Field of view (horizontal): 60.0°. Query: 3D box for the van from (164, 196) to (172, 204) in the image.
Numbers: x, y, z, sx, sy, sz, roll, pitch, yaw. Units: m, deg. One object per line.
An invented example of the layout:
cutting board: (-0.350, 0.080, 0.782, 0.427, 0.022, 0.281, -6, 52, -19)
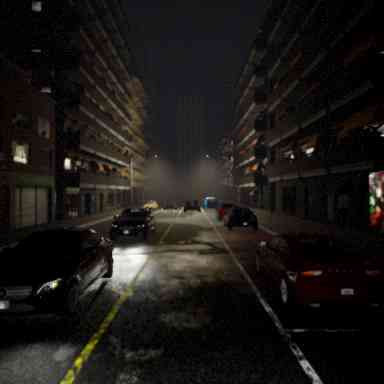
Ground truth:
van: (-5.721, 1.959, 79.790, 1.690, 1.788, 3.998, 0, 0, 0)

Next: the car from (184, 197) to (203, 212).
car: (0.041, 1.687, 43.740, 2.097, 1.767, 4.553, 0, 0, 0)

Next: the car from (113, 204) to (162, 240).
car: (-3.066, 1.626, 18.020, 2.128, 1.511, 4.902, 0, 0, 0)

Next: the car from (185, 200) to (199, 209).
car: (-0.006, 1.966, 52.549, 1.994, 1.385, 4.181, 0, 0, 0)

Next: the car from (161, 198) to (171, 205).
car: (-5.718, 2.118, 74.265, 1.887, 1.381, 4.507, 0, 0, 0)

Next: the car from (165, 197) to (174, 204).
car: (-5.722, 2.103, 85.313, 1.967, 1.590, 4.097, 0, 0, 0)

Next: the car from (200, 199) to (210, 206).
car: (2.665, 2.081, 68.730, 2.008, 1.369, 4.403, -1, 0, 0)

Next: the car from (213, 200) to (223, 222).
car: (3.132, 1.696, 28.972, 1.882, 1.535, 5.008, 0, 0, 0)

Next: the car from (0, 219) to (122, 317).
car: (-3.091, 1.584, 7.711, 1.812, 1.442, 4.674, 0, 0, 0)

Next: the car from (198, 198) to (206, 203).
car: (2.659, 2.259, 90.824, 2.008, 1.369, 4.403, -1, 0, 0)

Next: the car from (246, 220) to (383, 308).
car: (2.680, 1.605, 7.975, 1.887, 1.381, 4.507, 0, 0, 0)

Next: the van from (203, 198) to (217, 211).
van: (2.668, 1.696, 46.640, 1.690, 1.788, 3.998, -1, 0, 0)

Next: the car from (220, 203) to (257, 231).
car: (3.142, 1.691, 21.972, 1.812, 1.442, 4.674, 0, 0, 0)

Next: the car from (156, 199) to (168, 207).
car: (-5.714, 2.051, 63.218, 1.947, 1.339, 4.313, 0, 0, 0)

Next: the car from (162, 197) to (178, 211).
car: (-3.095, 1.890, 47.831, 1.812, 1.442, 4.674, 0, 0, 0)

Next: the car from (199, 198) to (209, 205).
car: (2.663, 2.125, 74.253, 2.008, 1.369, 4.403, -1, 0, 0)

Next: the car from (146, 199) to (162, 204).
car: (-5.711, 1.878, 46.479, 1.752, 1.417, 4.829, 0, 0, 0)
